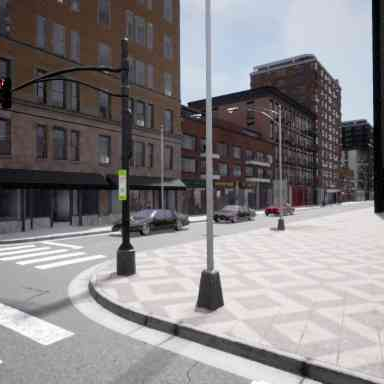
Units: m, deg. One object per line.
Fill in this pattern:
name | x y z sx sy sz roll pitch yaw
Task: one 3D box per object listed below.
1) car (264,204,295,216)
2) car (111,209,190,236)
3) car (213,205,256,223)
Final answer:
car | 9.653 1.929 36.522 1.895 1.301 4.718 -1 -1 36
car | -2.260 1.708 19.981 2.033 1.411 5.357 -1 -1 36
car | 3.643 1.793 28.191 2.033 1.411 5.357 -1 -1 35
